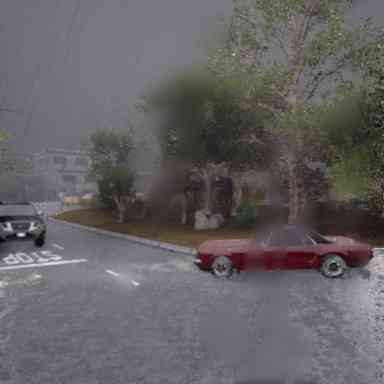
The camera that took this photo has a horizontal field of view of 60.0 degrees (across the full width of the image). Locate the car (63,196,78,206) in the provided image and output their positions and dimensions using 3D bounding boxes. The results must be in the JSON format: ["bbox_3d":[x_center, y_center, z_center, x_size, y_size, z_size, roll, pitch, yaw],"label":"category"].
[{"bbox_3d":[-19.814,1.406,54.669,1.946,1.575,5.366,-1,1,-36],"label":"car"}]

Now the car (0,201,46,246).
[{"bbox_3d":[-8.740,1.483,16.218,2.150,2.045,5.566,1,-2,-35],"label":"car"}]

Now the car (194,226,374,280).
[{"bbox_3d":[2.440,1.690,9.697,4.718,1.301,1.895,-3,-1,8],"label":"car"}]

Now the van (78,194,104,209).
[{"bbox_3d":[-13.170,1.225,44.253,1.878,1.987,4.442,-1,1,-36],"label":"van"}]

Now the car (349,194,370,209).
[{"bbox_3d":[23.303,1.304,43.947,2.150,2.045,5.566,1,0,-35],"label":"car"}]

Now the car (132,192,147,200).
[{"bbox_3d":[-9.812,1.080,61.561,2.435,2.045,5.566,0,0,-36],"label":"car"}]

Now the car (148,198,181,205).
[{"bbox_3d":[-4.028,1.116,50.677,2.435,2.045,5.566,0,0,-36],"label":"car"}]

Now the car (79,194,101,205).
[{"bbox_3d":[-17.315,1.251,56.188,2.185,1.767,4.553,-1,1,-36],"label":"car"}]
